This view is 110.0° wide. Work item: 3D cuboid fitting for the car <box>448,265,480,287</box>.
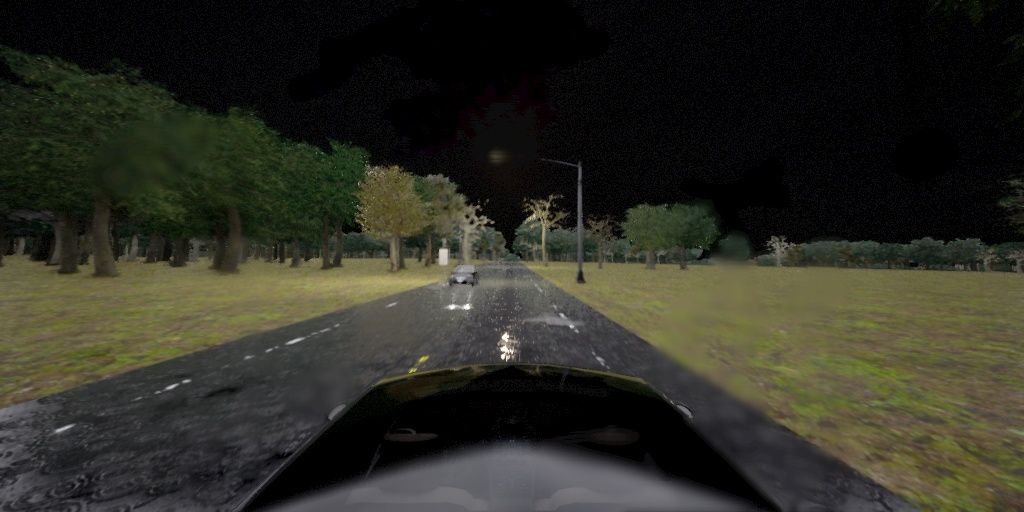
[{"bbox_3d":[-3.510,1.461,26.906,2.128,1.511,4.902,0,-1,0],"label":"car"}]
